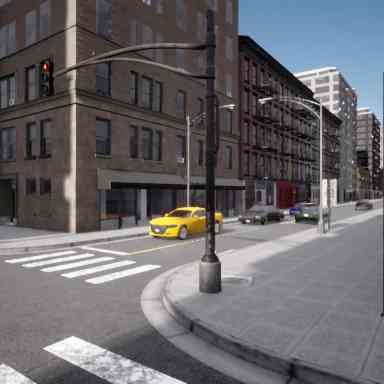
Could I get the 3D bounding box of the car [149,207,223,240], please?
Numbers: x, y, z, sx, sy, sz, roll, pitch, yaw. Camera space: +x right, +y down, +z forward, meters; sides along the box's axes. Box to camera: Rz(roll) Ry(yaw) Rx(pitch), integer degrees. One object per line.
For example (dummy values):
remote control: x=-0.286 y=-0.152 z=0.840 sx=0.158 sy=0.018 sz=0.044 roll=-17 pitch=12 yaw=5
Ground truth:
car: x=-0.208 y=1.576 z=17.891 sx=1.882 sy=1.535 sz=5.008 roll=0 pitch=0 yaw=35

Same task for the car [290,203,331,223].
car: x=9.869 y=1.741 z=26.969 sx=1.994 sy=1.385 sz=4.181 roll=0 pitch=0 yaw=36

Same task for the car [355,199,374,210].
car: x=25.012 y=1.822 z=48.186 sx=1.837 sy=1.490 sz=4.892 roll=0 pitch=0 yaw=35

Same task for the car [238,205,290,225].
car: x=5.533 y=1.704 z=25.949 sx=2.033 sy=1.411 sz=5.357 roll=0 pitch=0 yaw=35

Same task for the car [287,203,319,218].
car: x=11.521 y=1.816 z=34.329 sx=1.895 sy=1.301 sz=4.718 roll=0 pitch=0 yaw=36
